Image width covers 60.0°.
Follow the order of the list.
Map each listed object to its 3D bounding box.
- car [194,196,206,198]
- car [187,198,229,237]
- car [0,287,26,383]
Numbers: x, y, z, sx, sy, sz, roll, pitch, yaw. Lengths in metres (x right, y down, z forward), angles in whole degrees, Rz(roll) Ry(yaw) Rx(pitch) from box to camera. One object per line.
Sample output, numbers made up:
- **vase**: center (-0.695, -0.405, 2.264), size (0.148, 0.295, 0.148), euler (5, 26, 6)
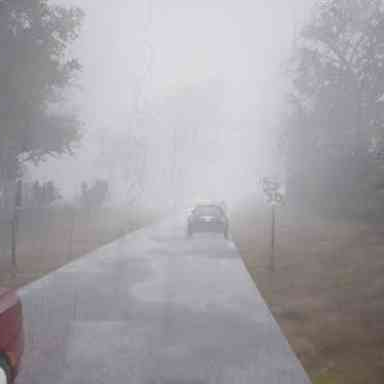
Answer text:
- **car**: center (1.019, 1.214, 42.818), size (1.882, 1.535, 5.008), euler (2, 2, 10)
- **car**: center (0.946, 1.415, 18.751), size (2.097, 1.767, 4.553), euler (0, 0, 4)
- **car**: center (-2.780, 1.473, 1.598), size (1.882, 1.535, 5.008), euler (0, 0, 1)
